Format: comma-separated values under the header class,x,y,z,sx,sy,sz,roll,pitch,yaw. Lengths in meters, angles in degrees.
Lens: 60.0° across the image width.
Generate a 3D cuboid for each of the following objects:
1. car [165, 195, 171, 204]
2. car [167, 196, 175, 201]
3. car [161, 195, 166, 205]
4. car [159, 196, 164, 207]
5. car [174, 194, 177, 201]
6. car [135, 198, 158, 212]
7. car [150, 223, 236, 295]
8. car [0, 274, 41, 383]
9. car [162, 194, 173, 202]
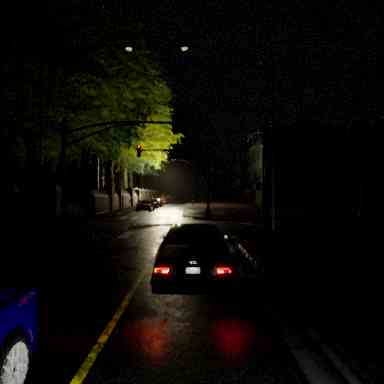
class,x,y,z,sx,sy,sz,roll,pitch,yaw
car,-5.489,1.654,61.647,1.802,1.307,4.206,1,0,0
car,-5.625,1.710,88.728,1.752,1.417,4.829,1,0,0
car,-5.434,1.611,50.747,1.947,1.339,4.313,1,0,0
car,-5.406,1.586,45.297,2.008,1.369,4.403,1,0,0
car,-5.597,1.598,83.448,1.967,1.590,4.097,1,0,0
car,-5.397,1.576,38.161,2.008,1.369,4.403,1,0,0
car,0.044,1.549,8.866,2.033,1.411,5.357,0,0,1
car,-2.820,1.478,2.113,1.882,1.535,5.008,0,0,0
car,-5.511,1.405,67.098,2.192,1.841,5.009,1,0,0
